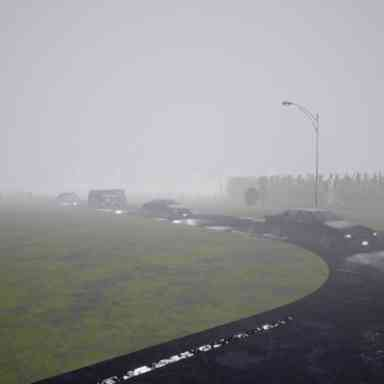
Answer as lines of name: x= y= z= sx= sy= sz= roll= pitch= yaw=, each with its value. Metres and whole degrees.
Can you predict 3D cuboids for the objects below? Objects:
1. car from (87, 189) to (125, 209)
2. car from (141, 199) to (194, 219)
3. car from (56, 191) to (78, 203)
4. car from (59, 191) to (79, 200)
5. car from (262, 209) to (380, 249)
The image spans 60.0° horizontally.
car: x=-9.896 y=0.719 z=37.074 sx=2.150 sy=2.045 sz=5.566 roll=-1 pitch=1 yaw=-36
car: x=-2.075 y=1.248 z=26.215 sx=2.033 sy=1.411 sz=5.357 roll=-1 pitch=1 yaw=-36
car: x=-18.939 y=0.825 z=49.770 sx=1.812 sy=1.442 sz=4.674 roll=-1 pitch=1 yaw=-36
car: x=-21.626 y=0.569 z=58.367 sx=1.882 sy=1.535 sz=5.008 roll=-1 pitch=1 yaw=-36
car: x=5.301 y=1.458 z=14.675 sx=2.033 sy=1.411 sz=5.357 roll=0 pitch=1 yaw=-24
